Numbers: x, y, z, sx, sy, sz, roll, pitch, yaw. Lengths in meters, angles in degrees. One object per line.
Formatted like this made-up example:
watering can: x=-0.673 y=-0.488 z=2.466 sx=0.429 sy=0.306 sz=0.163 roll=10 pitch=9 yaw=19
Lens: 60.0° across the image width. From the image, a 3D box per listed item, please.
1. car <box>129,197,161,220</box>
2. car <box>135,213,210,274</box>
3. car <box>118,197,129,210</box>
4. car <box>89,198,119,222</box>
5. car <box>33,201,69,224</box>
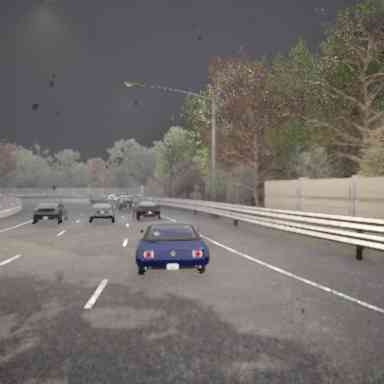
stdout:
car: x=-3.816 y=1.400 z=27.332 sx=1.882 sy=1.535 sz=5.008 roll=0 pitch=0 yaw=-15
car: x=-0.697 y=1.569 z=10.504 sx=1.895 sy=1.301 sz=4.718 roll=0 pitch=0 yaw=-6
car: x=-8.223 y=1.396 z=40.651 sx=1.837 sy=1.490 sz=4.892 roll=0 pitch=0 yaw=-21
car: x=-6.955 y=1.482 z=25.782 sx=2.033 sy=1.411 sz=5.357 roll=0 pitch=0 yaw=-15
car: x=-10.241 y=1.451 z=24.287 sx=1.837 sy=1.490 sz=4.892 roll=0 pitch=0 yaw=-14
